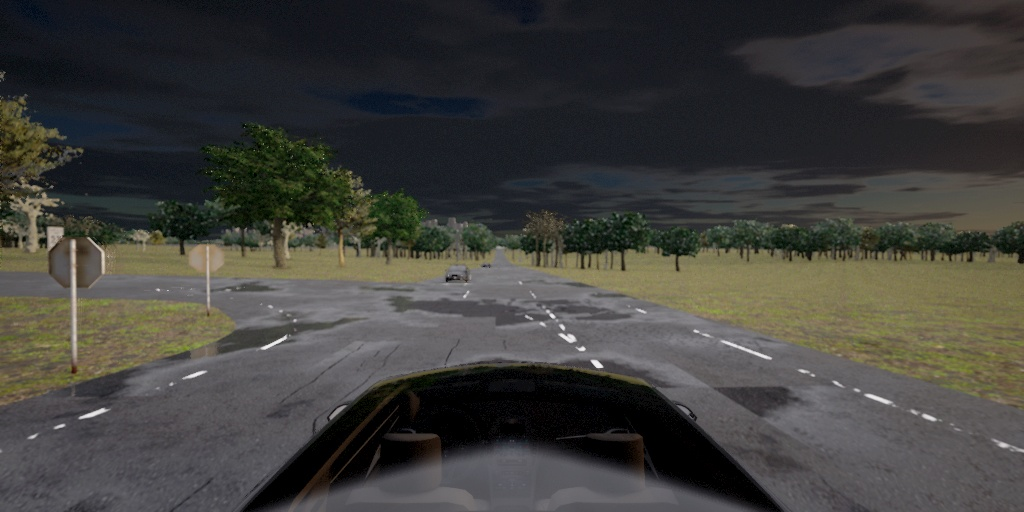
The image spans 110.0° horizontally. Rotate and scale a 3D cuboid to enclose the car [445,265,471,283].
[{"bbox_3d":[-4.606,1.505,30.909,1.837,1.490,4.892,0,-1,-2],"label":"car"}]
